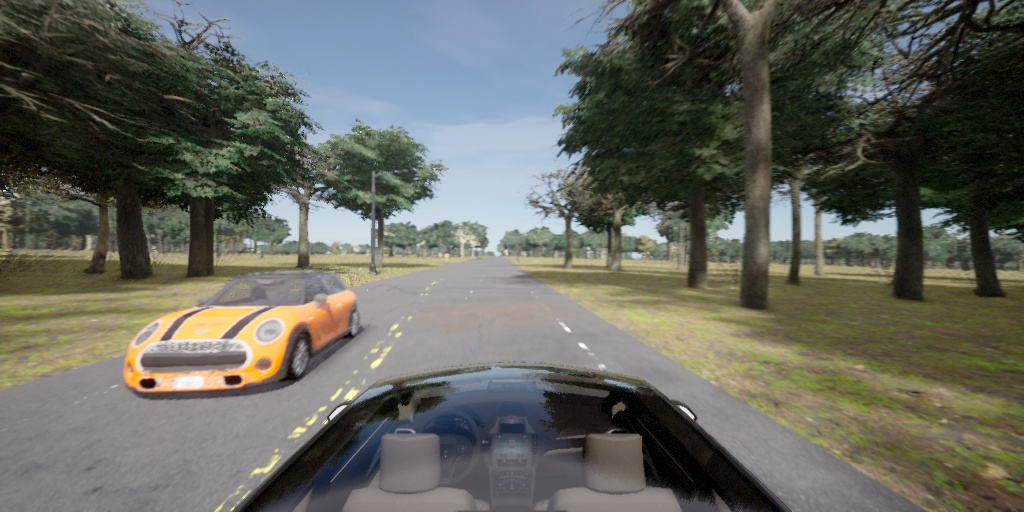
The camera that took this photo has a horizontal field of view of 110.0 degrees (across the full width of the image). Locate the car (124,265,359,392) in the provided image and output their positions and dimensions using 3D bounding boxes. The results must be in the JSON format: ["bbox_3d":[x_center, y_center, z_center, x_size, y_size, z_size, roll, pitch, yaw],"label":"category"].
[{"bbox_3d":[-4.601,1.100,7.001,2.097,1.767,4.553,0,0,-8],"label":"car"}]
